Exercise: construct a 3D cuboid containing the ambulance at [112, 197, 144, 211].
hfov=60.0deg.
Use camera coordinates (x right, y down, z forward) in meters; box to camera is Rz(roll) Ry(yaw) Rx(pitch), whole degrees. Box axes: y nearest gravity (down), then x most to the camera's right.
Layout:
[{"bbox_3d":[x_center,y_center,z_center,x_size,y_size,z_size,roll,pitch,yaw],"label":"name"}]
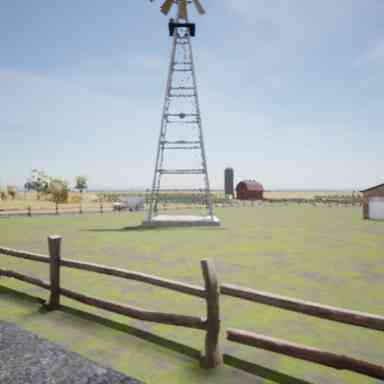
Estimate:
[{"bbox_3d":[-11.966,2.157,61.920,2.351,2.431,6.366,0,-1,35],"label":"ambulance"}]
